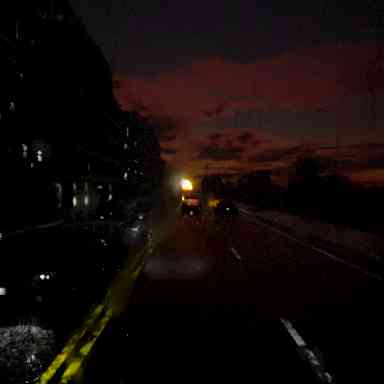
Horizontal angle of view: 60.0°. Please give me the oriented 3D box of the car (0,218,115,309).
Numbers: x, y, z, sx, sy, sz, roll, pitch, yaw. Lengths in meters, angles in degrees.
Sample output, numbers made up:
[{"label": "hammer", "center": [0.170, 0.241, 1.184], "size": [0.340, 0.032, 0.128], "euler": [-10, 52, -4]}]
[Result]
[{"label": "car", "center": [-3.368, 1.548, 7.806], "size": [1.994, 1.385, 4.181], "euler": [0, 0, 1]}]

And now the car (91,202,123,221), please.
[{"label": "car", "center": [-6.641, 1.493, 27.226], "size": [2.033, 1.411, 5.357], "euler": [0, 0, 0]}]

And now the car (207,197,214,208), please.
[{"label": "car", "center": [3.156, 1.384, 45.874], "size": [1.882, 1.535, 5.008], "euler": [0, 0, 0]}]

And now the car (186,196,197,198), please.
[{"label": "car", "center": [-0.095, 1.260, 45.485], "size": [2.097, 1.767, 4.553], "euler": [0, 0, 0]}]

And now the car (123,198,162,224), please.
[{"label": "car", "center": [-3.401, 1.442, 24.669], "size": [2.128, 1.511, 4.902], "euler": [0, 0, 0]}]

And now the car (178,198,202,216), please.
[{"label": "car", "center": [-0.037, 1.535, 31.229], "size": [1.895, 1.301, 4.718], "euler": [0, 0, 0]}]

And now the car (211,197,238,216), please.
[{"label": "car", "center": [3.214, 1.495, 31.873], "size": [1.994, 1.385, 4.181], "euler": [0, 0, 0]}]

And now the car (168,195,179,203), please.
[{"label": "car", "center": [-3.515, 1.358, 63.809], "size": [1.882, 1.535, 5.008], "euler": [0, 0, 0]}]

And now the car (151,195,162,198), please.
[{"label": "car", "center": [-6.766, 1.377, 63.807], "size": [2.128, 1.511, 4.902], "euler": [0, 0, 0]}]
